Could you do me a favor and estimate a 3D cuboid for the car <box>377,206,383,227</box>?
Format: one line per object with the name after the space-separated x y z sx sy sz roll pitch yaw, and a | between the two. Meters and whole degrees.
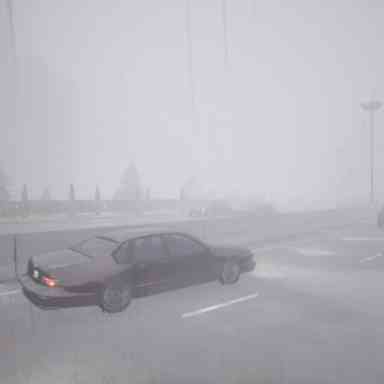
13.546 1.521 21.839 1.837 1.490 4.892 0 0 40 | car

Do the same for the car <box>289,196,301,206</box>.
18.904 1.554 61.039 2.097 1.767 4.553 0 0 17 | car

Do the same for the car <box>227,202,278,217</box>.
5.574 1.587 28.906 2.033 1.411 5.357 0 0 40 | car

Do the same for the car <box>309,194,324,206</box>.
21.593 1.394 57.892 2.150 2.045 5.566 0 0 18 | car

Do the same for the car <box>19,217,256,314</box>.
-0.901 1.547 7.652 5.357 1.411 2.033 0 0 -39 | car

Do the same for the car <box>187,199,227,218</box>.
1.618 1.391 29.726 2.097 1.767 4.553 0 0 40 | car

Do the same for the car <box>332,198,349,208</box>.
23.209 1.660 52.111 1.812 1.442 4.674 0 0 21 | car
